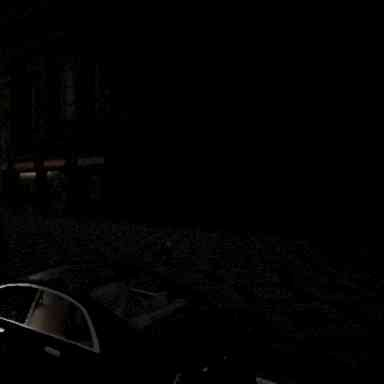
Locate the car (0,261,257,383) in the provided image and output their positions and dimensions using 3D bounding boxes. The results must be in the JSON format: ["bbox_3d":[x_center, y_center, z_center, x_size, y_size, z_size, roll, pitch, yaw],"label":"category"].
[{"bbox_3d":[-1.440,1.532,3.930,4.403,1.369,2.008,0,0,34],"label":"car"}]
